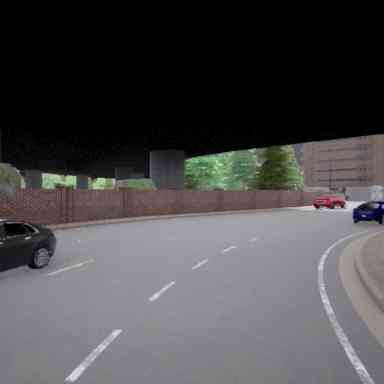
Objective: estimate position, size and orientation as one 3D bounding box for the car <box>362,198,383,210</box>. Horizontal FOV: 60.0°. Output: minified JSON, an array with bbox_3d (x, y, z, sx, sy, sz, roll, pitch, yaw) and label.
[{"bbox_3d":[24.775,1.597,44.932,4.181,1.385,1.994,0,0,-43],"label":"car"}]

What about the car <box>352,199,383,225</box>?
[{"bbox_3d":[13.618,1.495,24.623,5.008,1.535,1.882,0,0,-44],"label":"car"}]

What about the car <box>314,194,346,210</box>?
[{"bbox_3d":[18.099,1.253,43.531,5.566,2.045,2.150,0,0,-43],"label":"car"}]

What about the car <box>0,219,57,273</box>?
[{"bbox_3d":[-5.630,1.510,8.579,1.837,1.490,4.892,-1,0,16],"label":"car"}]
